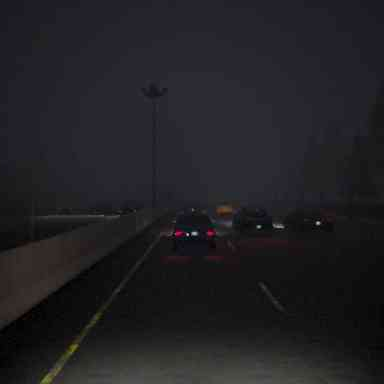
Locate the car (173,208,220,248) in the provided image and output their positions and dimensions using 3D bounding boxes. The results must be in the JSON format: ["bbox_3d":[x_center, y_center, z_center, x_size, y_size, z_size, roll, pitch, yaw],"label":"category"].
[{"bbox_3d":[0.096,1.682,15.384,2.033,1.411,5.357,0,0,0],"label":"car"}]

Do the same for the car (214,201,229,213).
[{"bbox_3d":[3.590,1.813,38.597,1.882,1.535,5.008,0,0,0],"label":"car"}]

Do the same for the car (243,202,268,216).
[{"bbox_3d":[7.090,1.891,37.520,1.994,1.385,4.181,0,0,0],"label":"car"}]

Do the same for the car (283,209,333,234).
[{"bbox_3d":[7.094,1.745,20.712,1.994,1.385,4.181,0,0,0],"label":"car"}]

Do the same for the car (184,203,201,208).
[{"bbox_3d":[0.089,1.892,37.686,1.994,1.385,4.181,0,0,0],"label":"car"}]

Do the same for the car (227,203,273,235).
[{"bbox_3d":[3.594,1.669,20.243,2.128,1.511,4.902,0,0,0],"label":"car"}]
